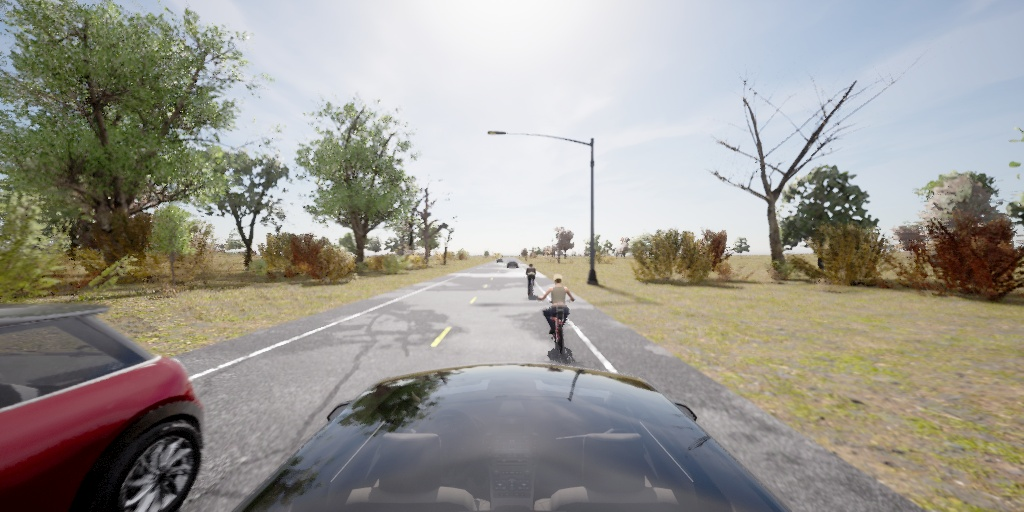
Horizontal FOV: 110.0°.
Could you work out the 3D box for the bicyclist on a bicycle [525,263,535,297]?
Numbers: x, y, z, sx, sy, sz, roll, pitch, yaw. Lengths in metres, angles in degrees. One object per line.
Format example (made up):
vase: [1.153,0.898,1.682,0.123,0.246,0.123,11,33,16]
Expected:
bicyclist on a bicycle: [0.962,1.203,18.034,0.582,1.620,1.656,0,0,0]

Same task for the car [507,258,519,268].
car: [0.092,1.264,62.191,1.812,1.442,4.674,0,0,0]

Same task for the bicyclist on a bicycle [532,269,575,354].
bicyclist on a bicycle: [0.982,1.187,7.808,0.866,1.612,1.509,0,0,0]

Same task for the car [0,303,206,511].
car: [-3.600,1.102,1.018,2.097,1.767,4.553,0,0,0]
